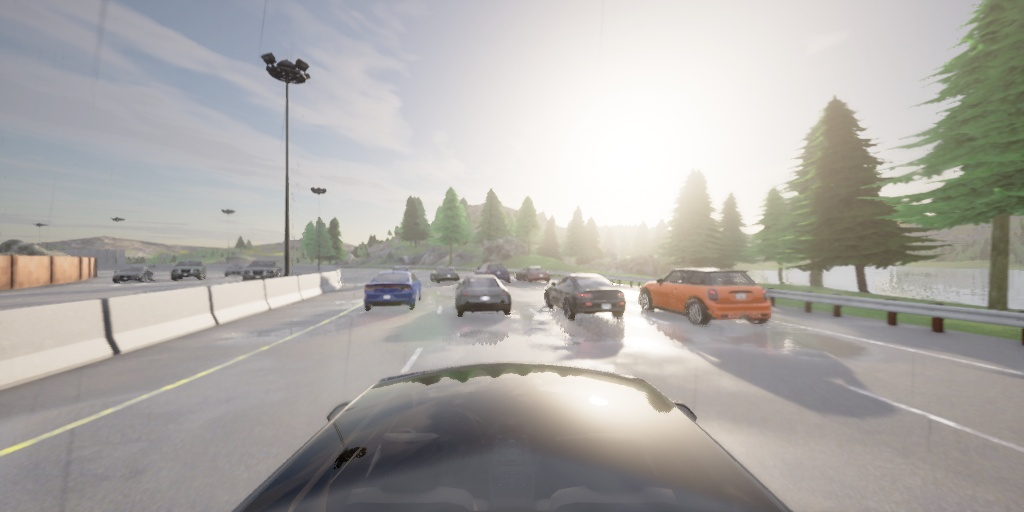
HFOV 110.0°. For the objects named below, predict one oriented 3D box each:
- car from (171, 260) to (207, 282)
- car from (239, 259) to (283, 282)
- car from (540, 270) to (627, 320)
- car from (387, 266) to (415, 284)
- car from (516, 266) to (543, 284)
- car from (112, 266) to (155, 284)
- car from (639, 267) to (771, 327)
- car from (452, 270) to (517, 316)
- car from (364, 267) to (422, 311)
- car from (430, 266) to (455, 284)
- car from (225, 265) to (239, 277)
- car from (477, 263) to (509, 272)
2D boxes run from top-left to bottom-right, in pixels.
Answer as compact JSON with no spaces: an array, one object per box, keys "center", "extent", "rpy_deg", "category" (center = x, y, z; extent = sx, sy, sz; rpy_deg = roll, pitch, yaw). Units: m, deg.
[{"center":[-32.044,1.410,35.754],"extent":[2.150,2.045,5.566],"rpy_deg":[0,-1,-35],"category":"car"},{"center":[-20.858,1.310,30.257],"extent":[2.150,2.045,5.566],"rpy_deg":[0,-1,-26],"category":"car"},{"center":[2.507,1.360,12.995],"extent":[1.812,1.442,4.674],"rpy_deg":[0,0,-8],"category":"car"},{"center":[-9.686,1.608,31.146],"extent":[1.994,1.385,4.181],"rpy_deg":[0,-1,-22],"category":"car"},{"center":[1.725,1.551,30.584],"extent":[1.994,1.385,4.181],"rpy_deg":[0,-1,-18],"category":"car"},{"center":[-34.010,1.672,32.343],"extent":[1.837,1.490,4.892],"rpy_deg":[1,-1,-33],"category":"car"},{"center":[6.119,1.161,12.050],"extent":[2.097,1.767,4.553],"rpy_deg":[0,0,-6],"category":"car"},{"center":[-1.232,1.424,14.101],"extent":[1.994,1.385,4.181],"rpy_deg":[0,-1,-9],"category":"car"},{"center":[-4.994,1.368,15.505],"extent":[1.882,1.535,5.008],"rpy_deg":[0,0,-10],"category":"car"},{"center":[-5.840,1.588,30.924],"extent":[1.994,1.385,4.181],"rpy_deg":[0,-1,-21],"category":"car"},{"center":[-32.877,1.814,42.740],"extent":[1.994,1.385,4.181],"rpy_deg":[0,-1,-38],"category":"car"},{"center":[-1.733,1.349,29.887],"extent":[2.097,1.767,4.553],"rpy_deg":[0,0,-19],"category":"car"}]
